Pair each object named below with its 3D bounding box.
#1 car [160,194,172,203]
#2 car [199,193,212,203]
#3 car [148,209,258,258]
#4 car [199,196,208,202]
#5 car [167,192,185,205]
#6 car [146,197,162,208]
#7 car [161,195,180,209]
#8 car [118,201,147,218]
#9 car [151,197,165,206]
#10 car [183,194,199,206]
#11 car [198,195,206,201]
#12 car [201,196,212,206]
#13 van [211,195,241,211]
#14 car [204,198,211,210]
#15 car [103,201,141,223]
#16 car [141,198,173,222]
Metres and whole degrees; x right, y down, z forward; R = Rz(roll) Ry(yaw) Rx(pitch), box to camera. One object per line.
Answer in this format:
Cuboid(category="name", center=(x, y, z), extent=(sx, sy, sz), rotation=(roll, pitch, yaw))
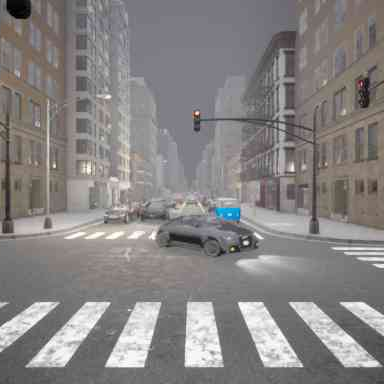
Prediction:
Cuboid(category="car", center=(-5.407, 1.292, 70.432), extent=(2.192, 1.841, 5.009), rotation=(0, 0, 0))
Cuboid(category="car", center=(2.623, 1.305, 53.395), extent=(2.192, 1.841, 5.009), rotation=(0, 0, 0))
Cuboid(category="car", center=(0.463, 1.575, 12.965), extent=(1.994, 1.385, 4.181), rotation=(0, 0, -45))
Cuboid(category="car", center=(2.617, 1.524, 76.120), extent=(2.008, 1.369, 4.403), rotation=(0, 0, 0))
Cuboid(category="car", center=(-2.767, 1.214, 59.249), extent=(2.150, 2.045, 5.566), rotation=(0, 0, 0))
Cuboid(category="car", center=(-5.401, 1.519, 47.536), extent=(1.752, 1.417, 4.829), rotation=(0, 0, 0))
Cuboid(category="car", center=(-2.849, 1.502, 42.923), extent=(1.837, 1.490, 4.892), rotation=(0, 0, 0))
Cuboid(category="car", center=(-5.397, 1.543, 30.660), extent=(1.887, 1.381, 4.507), rotation=(0, 0, 0))
Cuboid(category="car", center=(-5.402, 1.556, 53.388), extent=(1.947, 1.339, 4.313), rotation=(0, 0, 0))
Cuboid(category="car", center=(-0.016, 1.536, 54.701), extent=(2.033, 1.411, 5.357), rotation=(0, 0, 0))
Cuboid(category="car", center=(2.614, 1.530, 87.483), extent=(1.947, 1.339, 4.313), rotation=(0, 0, 0))
Cuboid(category="car", center=(2.624, 1.576, 47.714), extent=(1.802, 1.307, 4.206), rotation=(0, 0, 0))
Cuboid(category="van", center=(2.630, 1.340, 24.989), extent=(1.690, 1.788, 3.998), rotation=(0, 0, 0))
Cuboid(category="car", center=(2.627, 1.580, 36.351), extent=(1.802, 1.307, 4.206), rotation=(0, 0, 0))
Cuboid(category="car", center=(-5.395, 1.549, 24.978), extent=(2.008, 1.369, 4.403), rotation=(0, 0, 0))
Cuboid(category="car", center=(-2.859, 1.476, 26.515), extent=(1.882, 1.535, 5.008), rotation=(0, 0, 0))
